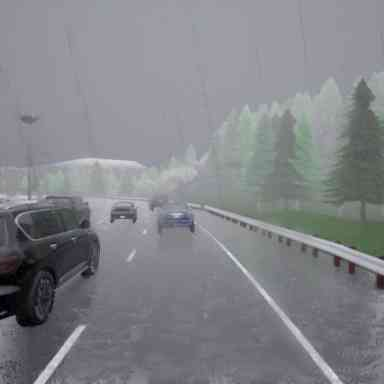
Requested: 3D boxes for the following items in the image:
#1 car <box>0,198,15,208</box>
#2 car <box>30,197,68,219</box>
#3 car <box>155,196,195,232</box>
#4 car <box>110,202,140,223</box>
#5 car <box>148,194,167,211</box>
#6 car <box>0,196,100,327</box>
[{"bbox_3d":[-27.689,1.620,48.997,1.994,1.385,4.181,0,0,-14],"label":"car"},{"bbox_3d":[-12.936,1.379,30.424,2.097,1.767,4.553,0,0,-9],"label":"car"},{"bbox_3d":[-1.067,1.355,20.319,2.097,1.767,4.553,0,0,-6],"label":"car"},{"bbox_3d":[-5.209,1.516,25.853,1.837,1.490,4.892,0,0,-7],"label":"car"},{"bbox_3d":[-4.078,1.231,40.755,2.150,2.045,5.566,0,0,-11],"label":"car"},{"bbox_3d":[-3.621,1.229,7.153,2.150,2.045,5.566,0,0,-2],"label":"car"}]
